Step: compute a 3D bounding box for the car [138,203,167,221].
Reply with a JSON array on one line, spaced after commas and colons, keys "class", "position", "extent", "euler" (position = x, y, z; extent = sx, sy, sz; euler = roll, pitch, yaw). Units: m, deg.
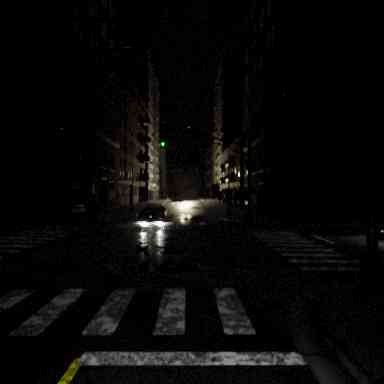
[{"class": "car", "position": [-3.028, 1.599, 26.427], "extent": [1.994, 1.385, 4.181], "euler": [0, 1, 0]}]

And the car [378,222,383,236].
[{"class": "car", "position": [11.888, 1.725, 16.714], "extent": [4.674, 1.442, 1.812], "euler": [1, 0, -1]}]

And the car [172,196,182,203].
[{"class": "car", "position": [-3.075, 1.463, 67.827], "extent": [1.882, 1.535, 5.008], "euler": [0, 0, 0]}]
